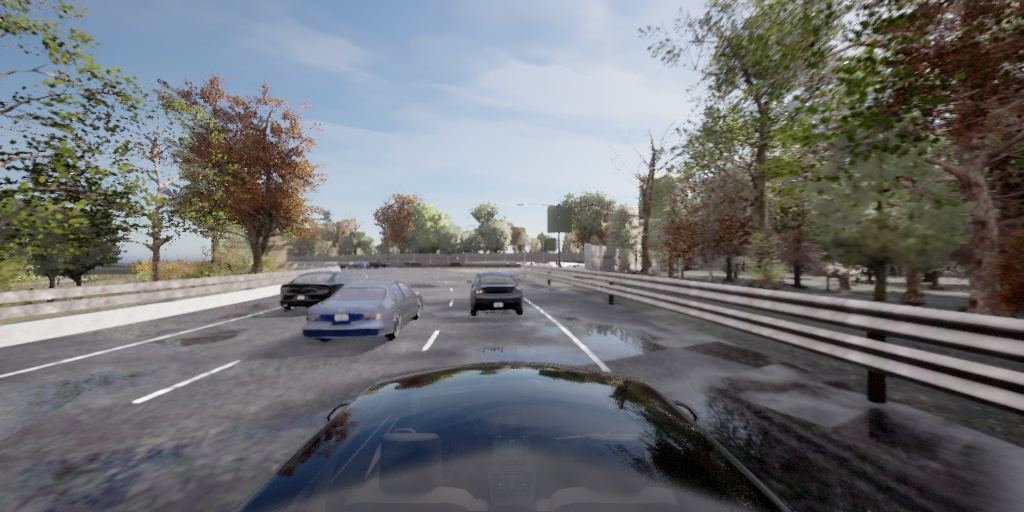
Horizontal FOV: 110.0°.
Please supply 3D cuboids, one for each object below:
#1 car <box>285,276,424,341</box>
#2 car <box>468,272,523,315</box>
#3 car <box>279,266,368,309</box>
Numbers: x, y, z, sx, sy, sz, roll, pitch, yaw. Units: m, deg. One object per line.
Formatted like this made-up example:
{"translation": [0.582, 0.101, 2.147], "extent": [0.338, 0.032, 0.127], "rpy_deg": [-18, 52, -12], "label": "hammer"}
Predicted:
{"translation": [-3.828, 1.380, 10.175], "extent": [2.033, 1.411, 5.357], "rpy_deg": [0, 0, -4], "label": "car"}
{"translation": [-0.708, 1.347, 14.070], "extent": [1.837, 1.490, 4.892], "rpy_deg": [0, 0, -6], "label": "car"}
{"translation": [-7.928, 1.371, 15.374], "extent": [1.882, 1.535, 5.008], "rpy_deg": [0, 0, -8], "label": "car"}
